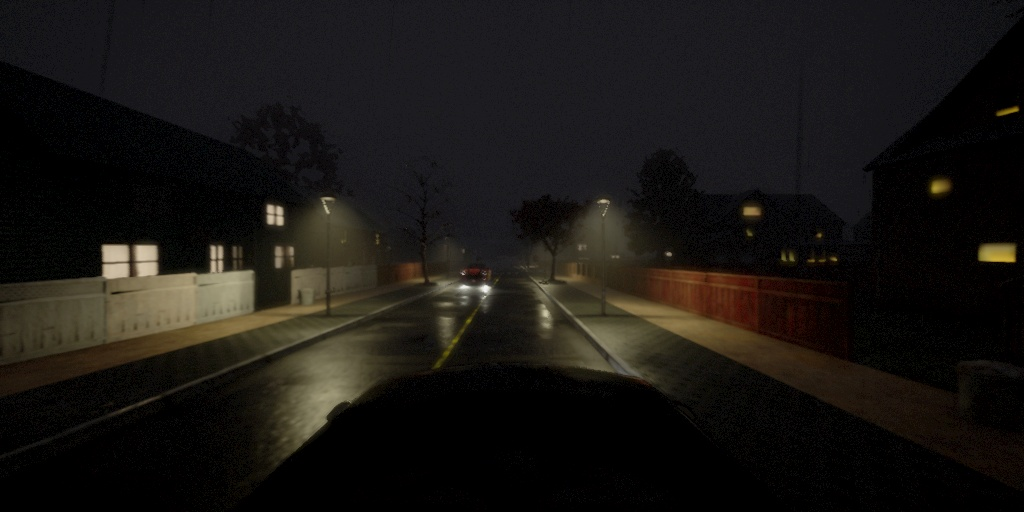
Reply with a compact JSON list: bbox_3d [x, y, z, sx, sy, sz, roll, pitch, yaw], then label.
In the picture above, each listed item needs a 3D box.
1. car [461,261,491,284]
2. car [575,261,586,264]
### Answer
[{"bbox_3d":[-2.842,1.314,29.002,2.097,1.767,4.553,0,0,0],"label":"car"},{"bbox_3d":[11.425,1.502,55.317,4.902,1.511,2.128,-1,1,0],"label":"car"}]
